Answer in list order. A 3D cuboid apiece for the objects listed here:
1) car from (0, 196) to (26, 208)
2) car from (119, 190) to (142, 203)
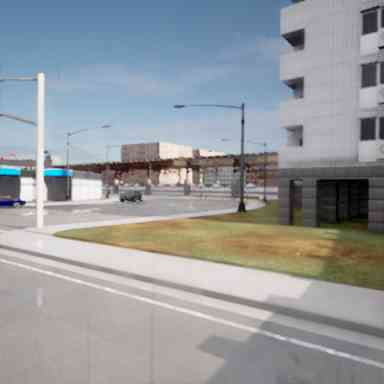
[{"bbox_3d":[-19.694,1.063,33.926,1.895,1.301,4.718,1,1,37],"label":"car"},{"bbox_3d":[-9.733,0.635,53.613,2.150,2.045,5.566,1,0,11],"label":"car"}]
